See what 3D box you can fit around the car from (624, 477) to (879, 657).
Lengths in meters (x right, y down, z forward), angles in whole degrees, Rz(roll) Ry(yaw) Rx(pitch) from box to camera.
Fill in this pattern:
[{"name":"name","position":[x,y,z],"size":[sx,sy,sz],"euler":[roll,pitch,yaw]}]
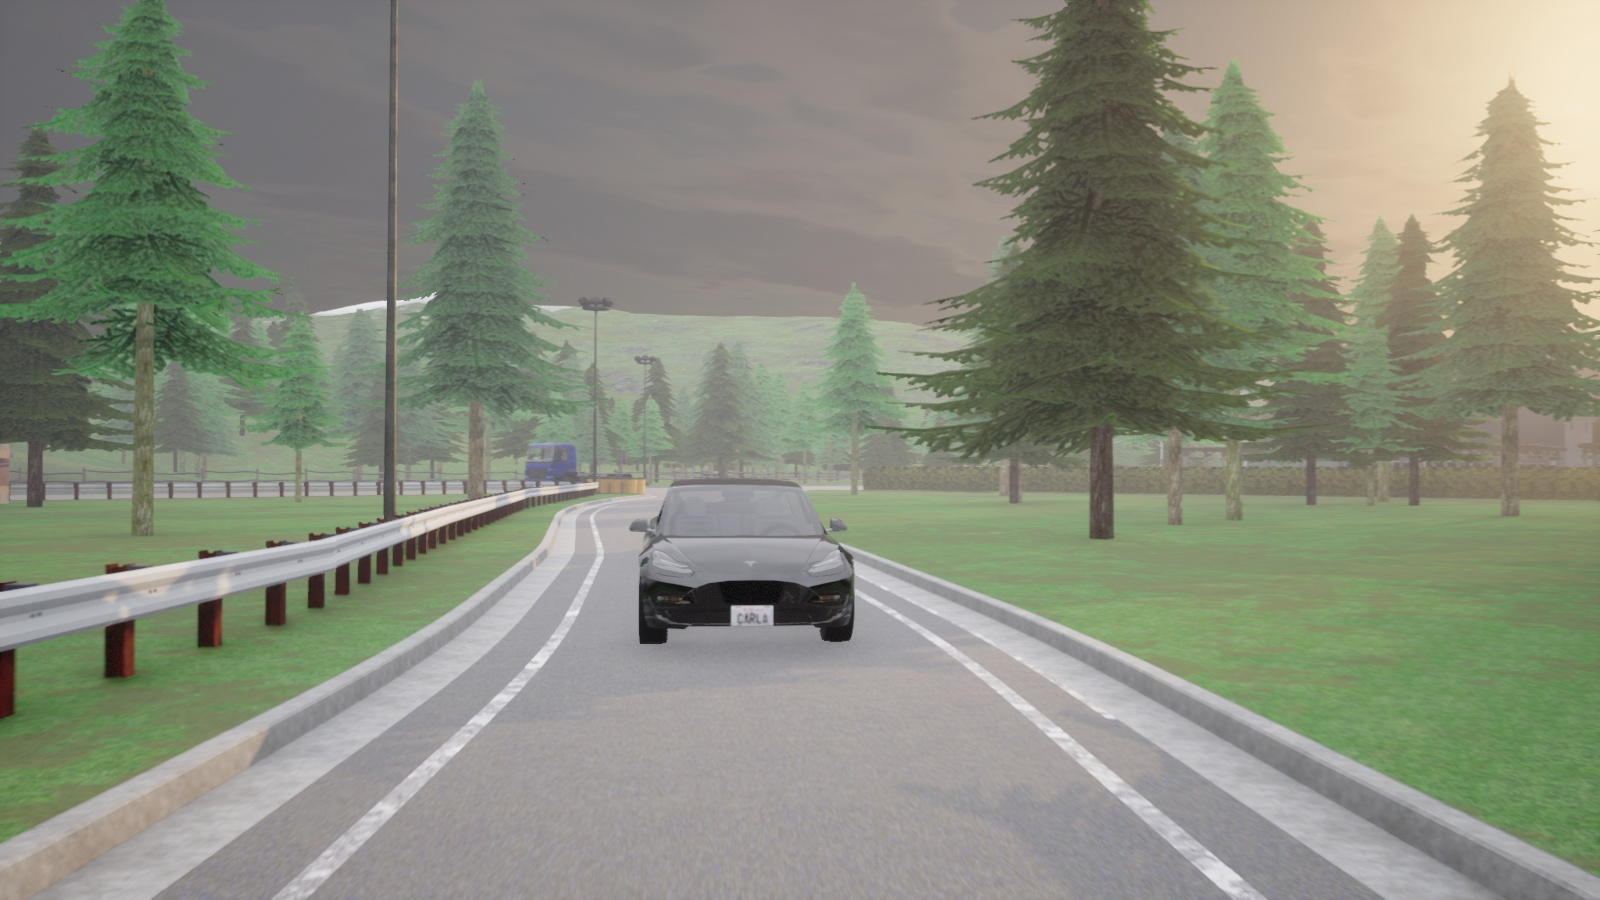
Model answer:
[{"name":"car","position":[-0.673,1.036,13.055],"size":[2.163,1.488,4.792],"euler":[0,-1,-6]}]

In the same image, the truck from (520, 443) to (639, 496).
[{"name":"truck","position":[-14.791,1.322,84.929],"size":[2.891,3.462,7.936],"euler":[-1,-1,40]}]
